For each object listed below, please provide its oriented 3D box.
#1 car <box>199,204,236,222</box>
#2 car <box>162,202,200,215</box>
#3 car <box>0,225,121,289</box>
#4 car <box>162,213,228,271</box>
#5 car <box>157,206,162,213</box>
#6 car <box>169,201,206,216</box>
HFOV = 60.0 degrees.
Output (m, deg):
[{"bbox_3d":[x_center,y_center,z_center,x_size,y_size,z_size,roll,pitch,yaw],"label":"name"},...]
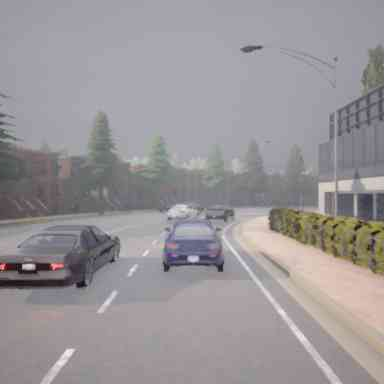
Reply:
[{"bbox_3d":[2.583,1.811,29.339,2.128,1.511,4.902,0,-1,19],"label":"car"},{"bbox_3d":[-0.772,1.860,30.298,1.812,1.442,4.674,0,-1,19],"label":"car"},{"bbox_3d":[-3.454,1.658,9.545,2.033,1.411,5.357,0,-1,0],"label":"car"},{"bbox_3d":[0.038,1.650,11.288,1.812,1.442,4.674,0,0,0],"label":"car"},{"bbox_3d":[-2.404,2.078,43.180,1.895,1.301,4.718,-1,-1,33],"label":"car"},{"bbox_3d":[-0.399,1.928,39.691,2.128,1.511,4.902,-1,-1,31],"label":"car"}]
